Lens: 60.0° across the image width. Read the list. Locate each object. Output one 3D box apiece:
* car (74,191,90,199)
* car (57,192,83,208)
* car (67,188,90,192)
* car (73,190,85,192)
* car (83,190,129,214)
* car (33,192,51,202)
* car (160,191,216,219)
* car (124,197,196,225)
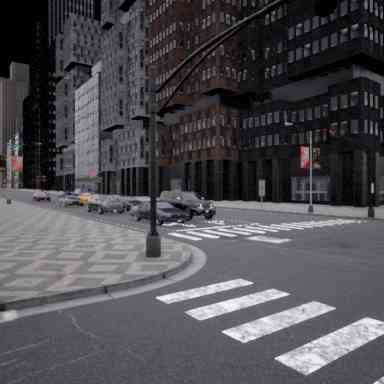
[{"bbox_3d":[-21.964,0.562,66.350,1.812,1.442,4.674,0,1,-36],"label":"car"},{"bbox_3d":[-13.887,1.035,38.210,1.994,1.385,4.181,0,1,-35],"label":"car"},{"bbox_3d":[-18.819,0.417,56.451,2.150,2.045,5.566,0,1,-36],"label":"car"},{"bbox_3d":[-13.425,0.890,43.116,1.882,1.535,5.008,0,1,-36],"label":"car"},{"bbox_3d":[-7.755,0.974,29.694,2.097,1.767,4.553,0,1,-36],"label":"car"},{"bbox_3d":[-23.113,0.731,51.120,1.882,1.535,5.008,0,1,-36],"label":"car"},{"bbox_3d":[-0.558,0.949,25.266,2.150,2.045,5.566,0,1,-36],"label":"car"},{"bbox_3d":[-2.289,1.301,22.127,2.033,1.411,5.357,0,1,-36],"label":"car"}]
